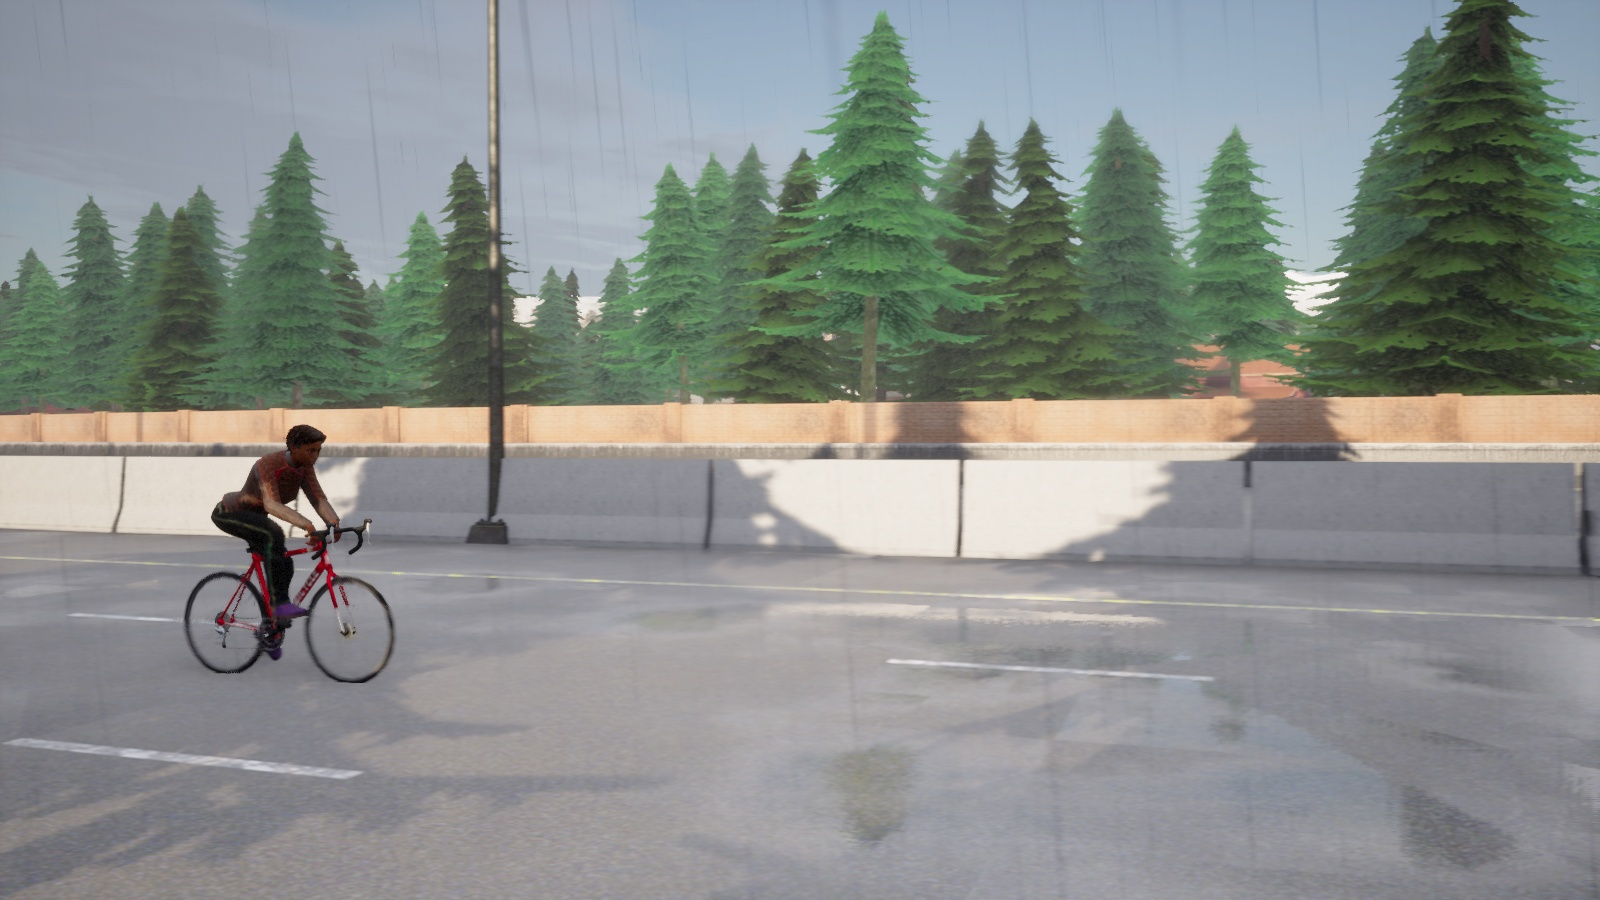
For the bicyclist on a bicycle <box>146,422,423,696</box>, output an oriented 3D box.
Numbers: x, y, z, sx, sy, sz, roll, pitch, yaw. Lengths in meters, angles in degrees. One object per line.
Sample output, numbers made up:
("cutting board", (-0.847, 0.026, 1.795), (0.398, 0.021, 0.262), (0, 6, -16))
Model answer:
("bicyclist on a bicycle", (-3.281, 0.639, 7.993), (1.656, 1.620, 0.582), (1, 1, 19))
